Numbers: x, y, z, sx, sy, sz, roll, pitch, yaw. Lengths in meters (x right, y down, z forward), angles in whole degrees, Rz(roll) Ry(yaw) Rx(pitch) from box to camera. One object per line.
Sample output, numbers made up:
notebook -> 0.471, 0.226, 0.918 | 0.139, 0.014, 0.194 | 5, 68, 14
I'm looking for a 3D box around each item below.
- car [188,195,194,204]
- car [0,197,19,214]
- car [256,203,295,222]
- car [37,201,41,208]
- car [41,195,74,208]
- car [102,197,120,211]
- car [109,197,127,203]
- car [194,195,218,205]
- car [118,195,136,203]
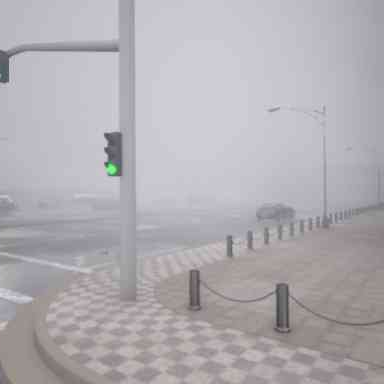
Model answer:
car -> 0.747, 1.495, 65.552 | 1.905, 1.878, 3.866 | -1, 0, 36
car -> -25.305, 1.807, 44.249 | 1.970, 1.475, 3.806 | -1, 0, 36
car -> 6.925, 1.626, 27.317 | 2.128, 1.511, 4.902 | -1, 0, 36
car -> -27.738, 1.881, 64.696 | 1.784, 1.438, 3.905 | -1, 0, 36
car -> -25.438, 1.648, 62.937 | 1.932, 1.855, 4.605 | -1, 0, 36
car -> -11.739, 1.759, 53.042 | 1.970, 1.475, 3.806 | -1, 0, 36
car -> -17.450, 1.909, 78.812 | 1.970, 1.475, 3.806 | -1, 0, 36
car -> 3.052, 1.469, 63.801 | 1.932, 1.855, 4.605 | -1, 0, 36
car -> -15.121, 1.647, 77.097 | 1.905, 1.878, 3.866 | -1, 0, 36
